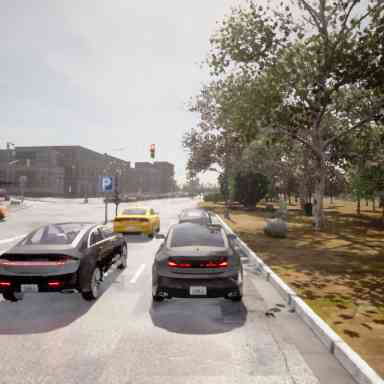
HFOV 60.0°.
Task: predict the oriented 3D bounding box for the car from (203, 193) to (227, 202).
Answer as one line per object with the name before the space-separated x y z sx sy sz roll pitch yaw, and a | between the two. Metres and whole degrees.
car | 4.679 1.140 68.804 4.553 1.767 2.185 1 0 -14

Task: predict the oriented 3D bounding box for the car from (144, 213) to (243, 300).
car | 0.110 1.514 8.359 1.837 1.490 4.892 0 0 0

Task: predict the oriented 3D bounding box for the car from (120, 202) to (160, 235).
car | -2.839 1.502 17.836 1.882 1.535 5.008 0 0 0

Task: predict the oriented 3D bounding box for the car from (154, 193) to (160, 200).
car | -11.438 1.356 87.177 4.674 1.452 2.002 -1 0 -12

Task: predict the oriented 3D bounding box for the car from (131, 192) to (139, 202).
car | -13.788 1.314 66.235 5.366 1.575 1.946 -1 0 -15

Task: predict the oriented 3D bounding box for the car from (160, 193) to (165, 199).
car | -10.987 1.063 90.183 5.566 2.045 2.435 -1 0 -12

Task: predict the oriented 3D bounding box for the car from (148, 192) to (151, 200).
car | -12.626 1.358 78.193 4.674 1.452 2.002 -1 0 -13

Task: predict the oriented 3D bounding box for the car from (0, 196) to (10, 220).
car | -16.622 1.403 25.437 4.553 1.767 2.185 -1 0 -19

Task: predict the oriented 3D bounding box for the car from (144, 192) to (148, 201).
car | -13.000 1.320 75.198 4.892 1.521 2.231 -1 0 -14

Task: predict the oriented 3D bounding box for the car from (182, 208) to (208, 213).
car | 0.159 1.571 18.061 2.033 1.411 5.357 0 0 1

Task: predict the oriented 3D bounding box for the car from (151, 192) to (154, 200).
car | -12.254 1.357 81.195 4.674 1.452 2.002 -1 0 -13

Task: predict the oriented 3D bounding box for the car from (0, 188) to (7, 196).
car | -31.155 0.136 54.114 2.002 1.452 4.674 6 -3 -19

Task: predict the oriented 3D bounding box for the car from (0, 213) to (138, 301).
car | -2.890 1.501 8.345 2.128 1.511 4.902 0 0 0

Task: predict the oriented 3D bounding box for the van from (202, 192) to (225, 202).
van | 4.295 1.041 65.835 4.442 1.987 1.878 1 0 -14

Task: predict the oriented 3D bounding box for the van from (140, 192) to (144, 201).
van | -13.228 1.092 72.227 4.442 1.987 1.878 -1 0 -14

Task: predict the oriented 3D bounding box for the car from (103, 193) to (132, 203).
car | -14.433 1.357 63.243 4.792 1.488 2.163 -1 0 -15
